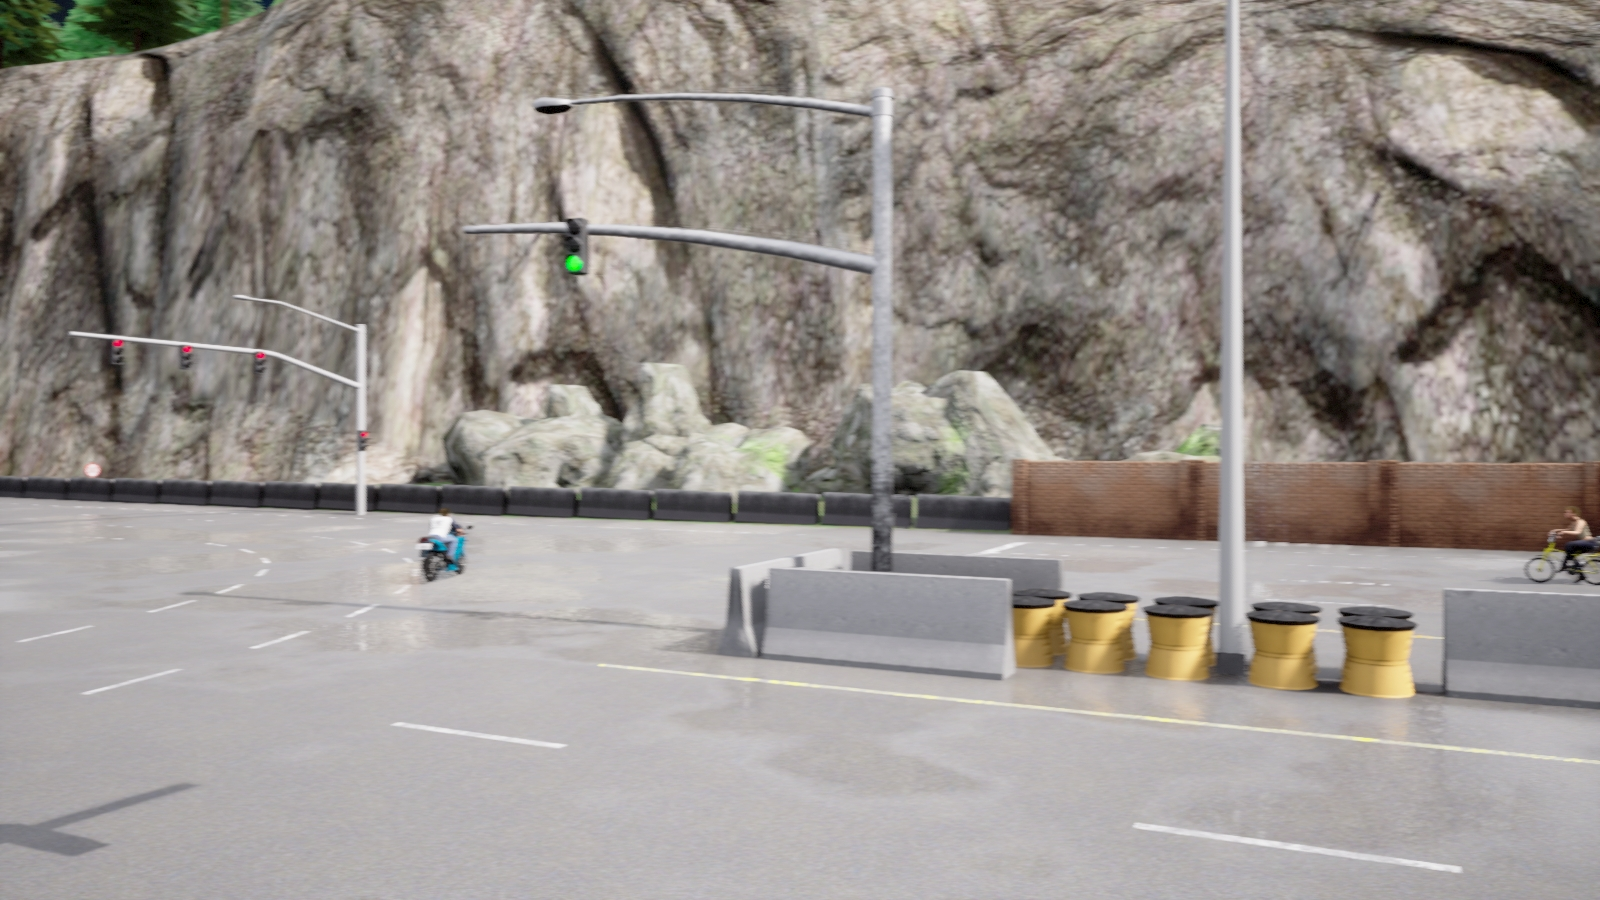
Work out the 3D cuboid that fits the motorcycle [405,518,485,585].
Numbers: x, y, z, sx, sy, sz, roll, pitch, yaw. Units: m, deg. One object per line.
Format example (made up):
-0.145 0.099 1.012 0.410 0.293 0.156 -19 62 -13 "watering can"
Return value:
-7.504 2.129 24.237 0.803 1.217 2.033 -2 0 8 "motorcycle"
